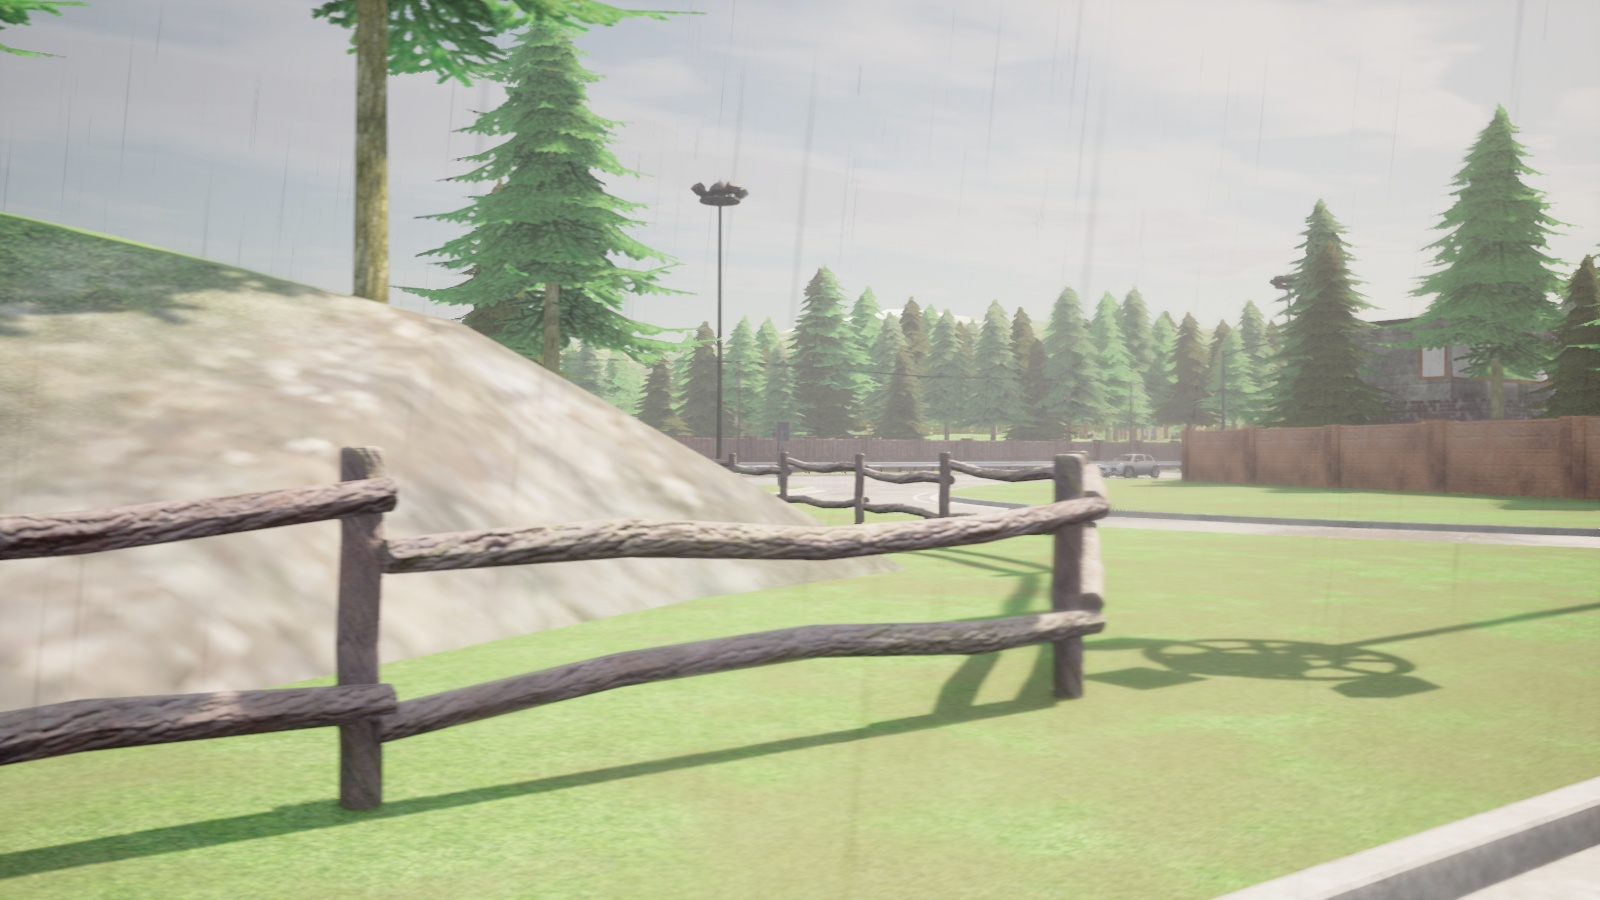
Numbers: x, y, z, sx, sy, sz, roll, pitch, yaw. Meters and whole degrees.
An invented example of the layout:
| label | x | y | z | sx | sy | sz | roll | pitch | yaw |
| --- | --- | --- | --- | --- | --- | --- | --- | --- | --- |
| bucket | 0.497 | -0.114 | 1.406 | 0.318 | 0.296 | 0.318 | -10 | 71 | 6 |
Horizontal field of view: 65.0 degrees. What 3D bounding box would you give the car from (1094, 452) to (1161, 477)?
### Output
| label | x | y | z | sx | sy | sz | roll | pitch | yaw |
| --- | --- | --- | --- | --- | --- | --- | --- | --- | --- |
| car | 20.106 | 0.858 | 77.042 | 3.806 | 1.475 | 1.970 | 0 | 0 | -35 |
